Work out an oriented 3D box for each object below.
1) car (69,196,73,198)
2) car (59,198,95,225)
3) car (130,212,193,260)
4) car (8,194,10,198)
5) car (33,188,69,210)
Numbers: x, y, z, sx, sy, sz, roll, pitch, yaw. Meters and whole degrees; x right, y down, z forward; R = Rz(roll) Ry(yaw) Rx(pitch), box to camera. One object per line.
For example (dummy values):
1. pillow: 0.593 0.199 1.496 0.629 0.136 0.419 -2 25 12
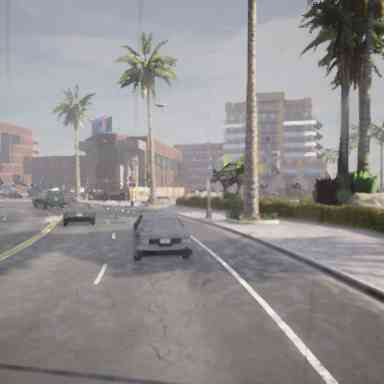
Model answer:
1. car: -17.322 1.123 44.145 4.902 1.511 2.128 0 1 44
2. car: -7.636 1.371 22.559 1.994 1.385 4.181 0 1 -19
3. car: -1.219 1.434 11.987 2.033 1.411 5.357 0 1 -10
4. car: -45.275 0.752 83.862 4.193 1.474 1.816 0 1 12
5. car: -16.726 0.904 38.708 2.150 2.045 5.566 0 1 -41
